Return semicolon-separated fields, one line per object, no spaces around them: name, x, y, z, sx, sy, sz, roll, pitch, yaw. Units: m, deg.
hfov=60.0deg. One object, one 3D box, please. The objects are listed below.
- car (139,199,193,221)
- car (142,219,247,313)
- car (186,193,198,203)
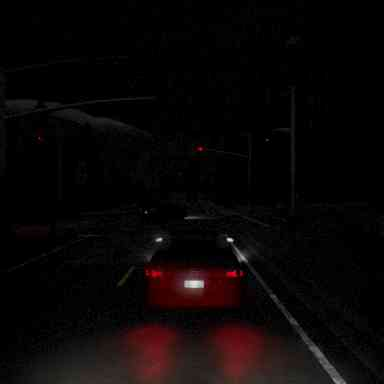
car;-2.290;1.561;27.353;1.994;1.385;4.181;1;0;41
car;0.060;1.564;7.762;1.994;1.385;4.181;0;0;1
car;-0.009;1.221;67.380;2.150;2.045;5.566;0;0;0
